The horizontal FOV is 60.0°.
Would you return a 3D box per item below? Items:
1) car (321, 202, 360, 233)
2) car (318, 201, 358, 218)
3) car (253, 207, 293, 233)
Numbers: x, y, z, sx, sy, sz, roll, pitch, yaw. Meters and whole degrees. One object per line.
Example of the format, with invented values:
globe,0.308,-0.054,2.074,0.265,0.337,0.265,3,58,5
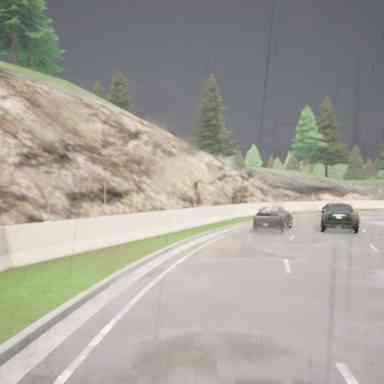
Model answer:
car,9.677,1.543,21.530,2.097,1.767,4.553,0,0,28
car,15.399,1.800,34.892,4.902,1.511,2.128,0,-1,-44
car,5.260,1.677,21.264,2.128,1.511,4.902,0,0,25
